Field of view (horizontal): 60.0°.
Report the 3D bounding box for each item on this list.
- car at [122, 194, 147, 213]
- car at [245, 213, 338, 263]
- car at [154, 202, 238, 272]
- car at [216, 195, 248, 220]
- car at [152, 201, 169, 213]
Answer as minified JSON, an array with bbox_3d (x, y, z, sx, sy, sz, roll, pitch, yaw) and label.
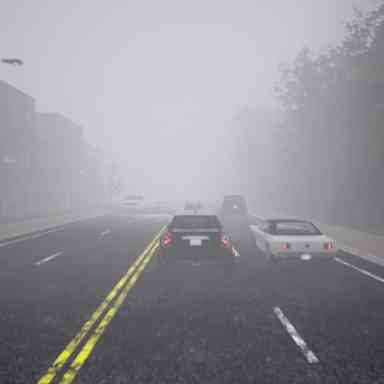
[{"bbox_3d":[-6.603,1.281,38.558,2.150,2.045,5.566,0,0,0],"label":"car"},{"bbox_3d":[3.348,1.619,11.968,1.895,1.301,4.718,0,0,0],"label":"car"},{"bbox_3d":[0.098,1.369,11.056,2.097,1.767,4.553,0,0,0],"label":"car"},{"bbox_3d":[3.344,1.264,28.421,2.150,2.045,5.566,0,0,0],"label":"car"},{"bbox_3d":[-3.354,1.657,37.415,1.895,1.301,4.718,0,0,0],"label":"car"}]
